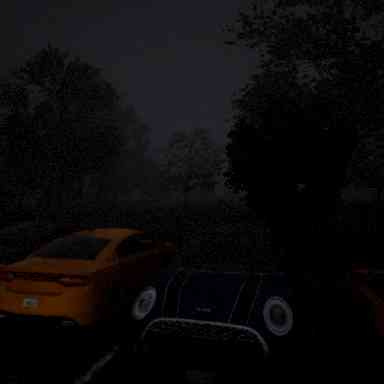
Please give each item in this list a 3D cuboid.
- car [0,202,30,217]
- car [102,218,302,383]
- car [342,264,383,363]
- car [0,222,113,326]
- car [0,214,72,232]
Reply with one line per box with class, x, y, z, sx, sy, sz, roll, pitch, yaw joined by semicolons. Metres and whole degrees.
car;-6.656;1.312;10.770;2.435;2.045;5.566;0;-1;14
car;0.668;1.383;5.665;2.185;1.767;4.553;0;-1;15
car;3.127;1.482;4.098;1.946;1.575;5.366;-1;-1;15
car;-1.779;1.534;7.342;2.097;1.535;5.008;0;-1;15
car;-4.207;1.555;9.052;2.231;1.521;4.892;0;-1;15
